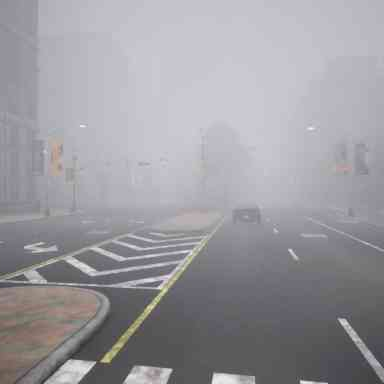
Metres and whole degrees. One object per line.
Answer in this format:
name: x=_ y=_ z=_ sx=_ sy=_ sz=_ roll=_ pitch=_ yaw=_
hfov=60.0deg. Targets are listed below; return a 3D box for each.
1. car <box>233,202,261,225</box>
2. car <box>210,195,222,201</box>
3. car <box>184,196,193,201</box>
car: x=3.984 y=1.478 z=24.237 sx=1.882 sy=1.535 sz=5.008 roll=0 pitch=0 yaw=10
car: x=5.852 y=1.478 z=85.048 sx=1.882 sy=1.535 sz=5.008 roll=0 pitch=0 yaw=9
car: x=-0.923 y=1.595 z=85.445 sx=1.895 sy=1.301 sz=4.718 roll=0 pitch=0 yaw=9
